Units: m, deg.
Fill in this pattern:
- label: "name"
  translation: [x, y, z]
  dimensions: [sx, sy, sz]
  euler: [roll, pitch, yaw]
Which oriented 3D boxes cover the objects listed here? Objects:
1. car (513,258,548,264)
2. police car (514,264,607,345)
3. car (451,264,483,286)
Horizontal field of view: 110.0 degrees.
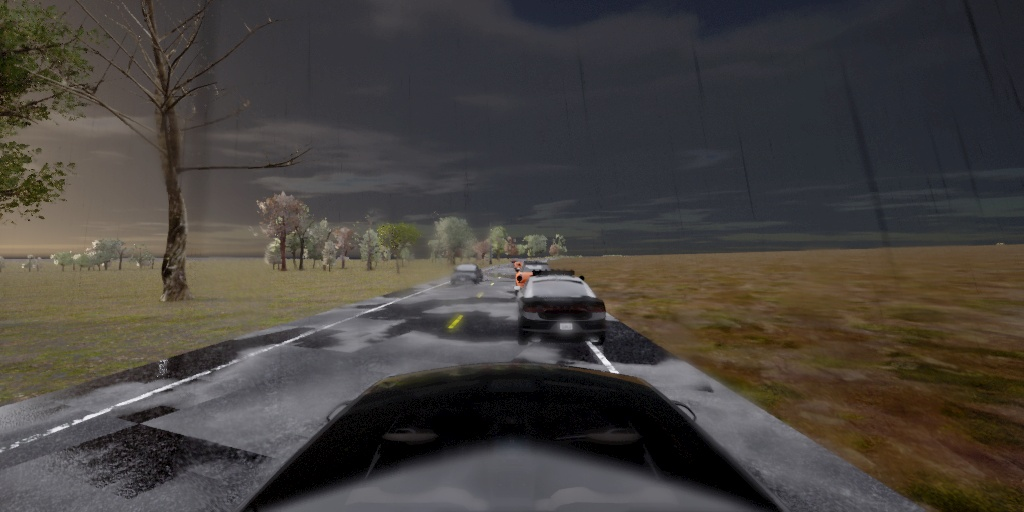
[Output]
- label: "car"
  translation: [1.244, 1.101, 19.434]
  dimensions: [2.097, 1.767, 4.553]
  euler: [0, 0, 1]
- label: "police car"
  translation: [1.088, 1.175, 9.609]
  dimensions: [1.930, 1.638, 5.238]
  euler: [0, 0, 1]
- label: "car"
  translation: [-3.118, 1.276, 25.584]
  dimensions: [1.812, 1.442, 4.674]
  euler: [0, 0, 2]
